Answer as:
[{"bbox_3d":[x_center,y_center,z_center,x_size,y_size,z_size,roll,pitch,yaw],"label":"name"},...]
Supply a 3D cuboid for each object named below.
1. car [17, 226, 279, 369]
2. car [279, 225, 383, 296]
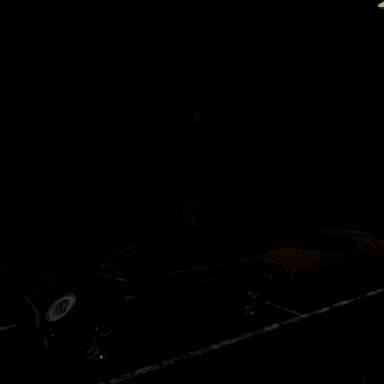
[{"bbox_3d":[-0.695,1.460,5.693,4.097,1.590,1.967,1,0,-36],"label":"car"},{"bbox_3d":[3.657,1.584,8.798,4.829,1.417,1.752,1,0,-36],"label":"car"}]
